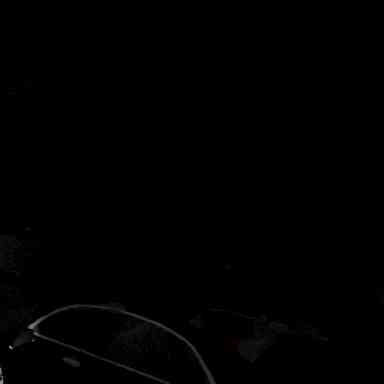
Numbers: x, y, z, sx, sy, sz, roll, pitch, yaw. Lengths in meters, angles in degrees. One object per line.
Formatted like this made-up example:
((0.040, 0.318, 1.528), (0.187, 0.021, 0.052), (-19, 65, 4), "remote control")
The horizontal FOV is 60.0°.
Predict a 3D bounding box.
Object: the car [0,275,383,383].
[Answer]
((-0.491, 1.555, 3.311), (4.403, 1.369, 2.008), (0, 0, 36), "car")
